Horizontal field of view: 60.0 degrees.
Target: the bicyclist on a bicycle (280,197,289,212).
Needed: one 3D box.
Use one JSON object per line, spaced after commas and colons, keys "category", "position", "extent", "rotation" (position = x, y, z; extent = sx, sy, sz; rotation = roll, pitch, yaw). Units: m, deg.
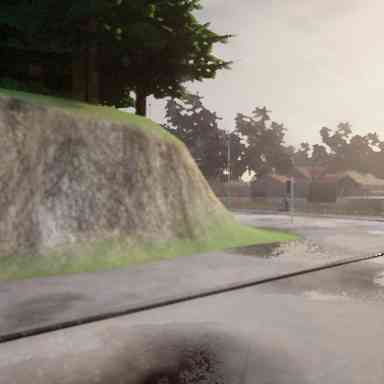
{"category": "bicyclist on a bicycle", "position": [10.082, 1.401, 35.993], "extent": [1.656, 1.620, 0.582], "rotation": [0, 0, -36]}
